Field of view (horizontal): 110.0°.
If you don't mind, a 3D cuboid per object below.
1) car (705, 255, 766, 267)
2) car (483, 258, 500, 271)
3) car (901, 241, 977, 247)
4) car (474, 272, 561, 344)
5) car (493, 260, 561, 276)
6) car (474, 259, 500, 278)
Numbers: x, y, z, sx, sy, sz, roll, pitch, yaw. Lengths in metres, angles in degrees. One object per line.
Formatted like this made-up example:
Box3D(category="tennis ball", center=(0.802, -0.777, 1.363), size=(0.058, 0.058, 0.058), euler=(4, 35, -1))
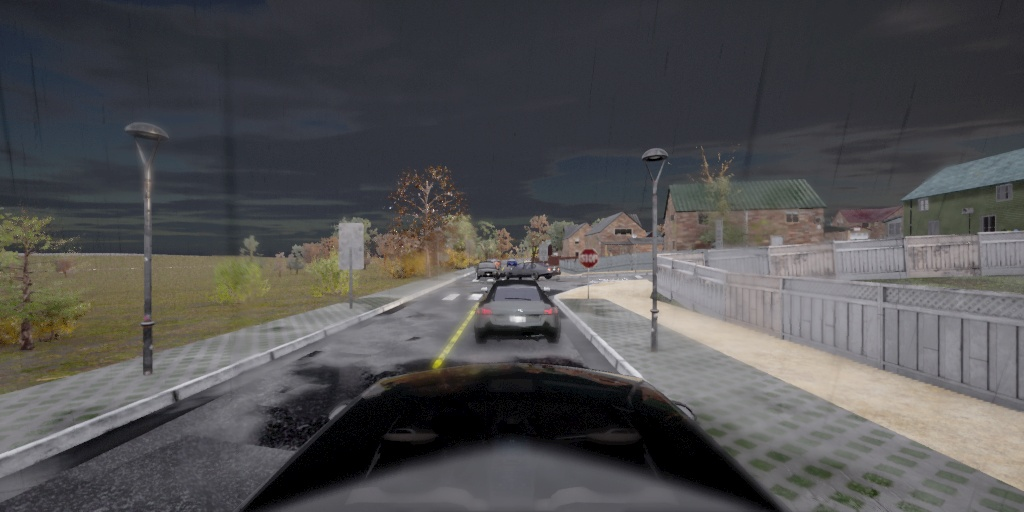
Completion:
Box3D(category="car", center=(14.384, 0.413, 22.999), size=(4.181, 1.385, 1.994), euler=(-3, 0, 16))
Box3D(category="car", center=(-2.855, 1.121, 51.350), size=(2.097, 1.767, 4.553), euler=(0, 0, 1))
Box3D(category="car", center=(23.885, -0.208, 20.579), size=(4.902, 1.511, 2.128), euler=(-3, 0, 14))
Box3D(category="car", center=(0.101, 1.313, 9.606), size=(1.994, 1.385, 4.181), euler=(0, 0, -1))
Box3D(category="car", center=(1.332, 1.198, 28.621), size=(5.357, 1.411, 2.033), euler=(-4, -3, 43))
Box3D(category="car", center=(-2.256, 1.258, 31.532), size=(1.837, 1.490, 4.892), euler=(0, 0, -8))
